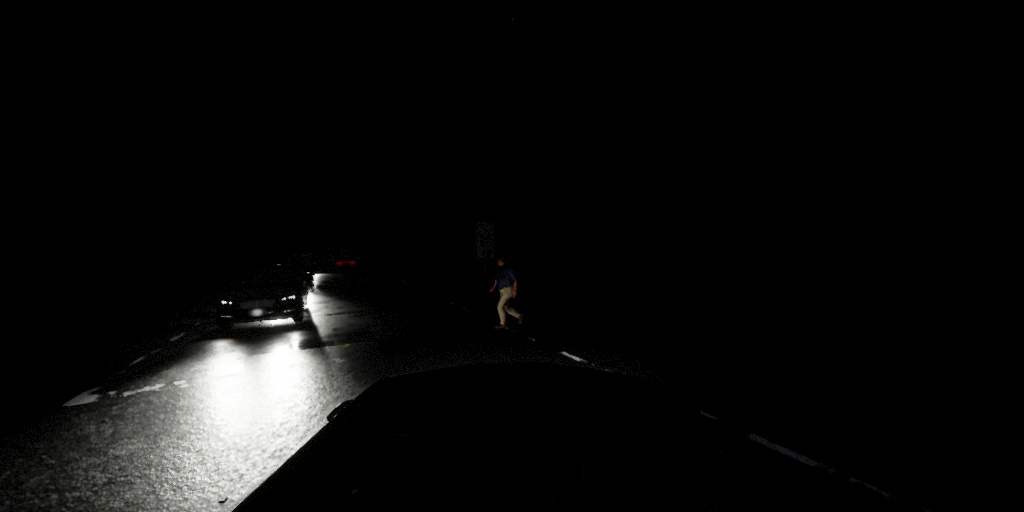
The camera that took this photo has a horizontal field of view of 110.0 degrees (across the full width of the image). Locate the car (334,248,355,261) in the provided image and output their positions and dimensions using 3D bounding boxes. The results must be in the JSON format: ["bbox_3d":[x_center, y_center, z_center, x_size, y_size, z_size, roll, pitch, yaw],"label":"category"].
[{"bbox_3d":[-20.688,-0.187,44.409,1.882,1.535,5.008,-2,3,-28],"label":"car"}]

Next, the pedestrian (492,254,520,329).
[{"bbox_3d":[-0.154,0.794,8.562,0.375,1.860,0.375,-3,4,-27],"label":"pedestrian"}]

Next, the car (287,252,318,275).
[{"bbox_3d":[-16.469,0.513,28.390,1.812,1.442,4.674,-2,3,-28],"label":"car"}]

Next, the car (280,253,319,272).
[{"bbox_3d":[-11.708,0.789,19.281,2.128,1.511,4.902,-2,3,-27],"label":"car"}]

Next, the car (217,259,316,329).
[{"bbox_3d":[-7.311,1.048,10.863,2.128,1.511,4.902,-2,3,-27],"label":"car"}]
